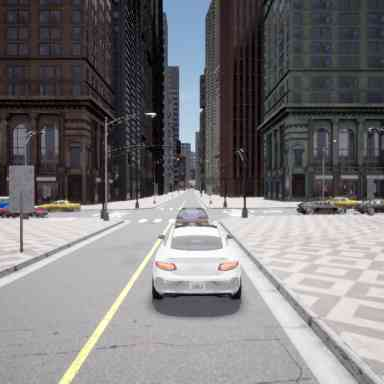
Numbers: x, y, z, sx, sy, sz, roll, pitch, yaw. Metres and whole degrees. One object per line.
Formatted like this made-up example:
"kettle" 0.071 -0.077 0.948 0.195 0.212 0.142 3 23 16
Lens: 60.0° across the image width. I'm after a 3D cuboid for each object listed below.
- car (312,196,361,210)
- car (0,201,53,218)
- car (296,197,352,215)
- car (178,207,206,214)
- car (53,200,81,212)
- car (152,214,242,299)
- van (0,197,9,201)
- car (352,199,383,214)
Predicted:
"car" 16.716 1.232 38.619 4.829 1.417 1.752 -1 1 0
"car" -15.298 1.727 30.145 4.206 1.307 1.802 -1 1 0
"car" 11.670 1.418 30.103 4.313 1.339 1.947 -1 1 0
"car" 0.021 1.533 17.878 2.033 1.411 5.357 0 0 1
"car" -15.465 1.584 38.669 4.829 1.417 1.752 -1 1 0
"car" 0.096 1.521 8.288 1.812 1.442 4.674 0 0 0
"van" -20.977 1.456 38.673 3.998 1.788 1.690 -1 1 0
"car" 17.049 1.341 30.094 4.403 1.369 2.008 -1 1 0
